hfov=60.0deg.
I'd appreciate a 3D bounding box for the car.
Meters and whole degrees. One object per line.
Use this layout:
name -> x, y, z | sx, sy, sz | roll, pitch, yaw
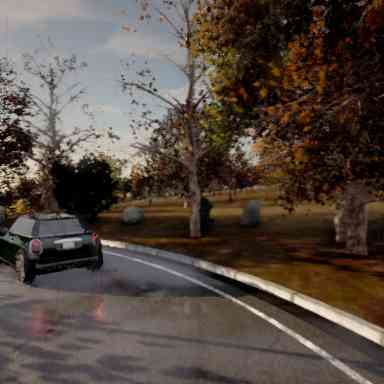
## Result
car -> -4.606, 1.416, 10.289 | 2.097, 1.767, 4.553 | -1, 1, -41
